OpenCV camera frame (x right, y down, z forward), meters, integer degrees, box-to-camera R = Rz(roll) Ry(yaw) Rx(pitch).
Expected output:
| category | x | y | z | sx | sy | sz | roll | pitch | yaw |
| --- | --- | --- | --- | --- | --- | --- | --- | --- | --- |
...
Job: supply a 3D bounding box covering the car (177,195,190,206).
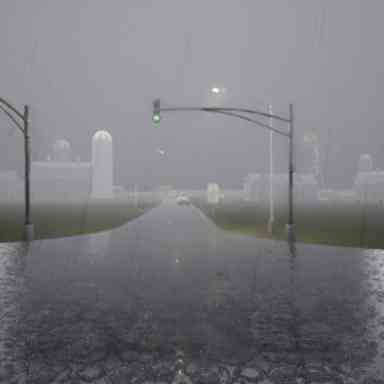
| category | x | y | z | sx | sy | sz | roll | pitch | yaw |
| --- | --- | --- | --- | --- | --- | --- | --- | --- | --- |
| car | -1.386 | 1.689 | 58.399 | 1.812 | 1.442 | 4.674 | 0 | 0 | -3 |
